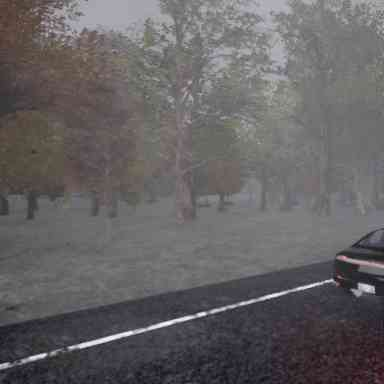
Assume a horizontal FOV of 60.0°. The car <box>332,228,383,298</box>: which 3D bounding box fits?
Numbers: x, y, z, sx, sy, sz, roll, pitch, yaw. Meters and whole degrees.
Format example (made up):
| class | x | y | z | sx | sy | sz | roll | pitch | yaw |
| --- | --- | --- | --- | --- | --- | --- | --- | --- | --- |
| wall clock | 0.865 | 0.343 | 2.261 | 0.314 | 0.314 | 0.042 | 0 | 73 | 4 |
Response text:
| class | x | y | z | sx | sy | sz | roll | pitch | yaw |
| --- | --- | --- | --- | --- | --- | --- | --- | --- | --- |
| car | 5.113 | 1.529 | 7.394 | 4.902 | 1.511 | 2.128 | 0 | 0 | -35 |
